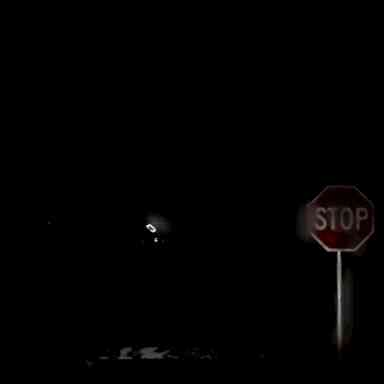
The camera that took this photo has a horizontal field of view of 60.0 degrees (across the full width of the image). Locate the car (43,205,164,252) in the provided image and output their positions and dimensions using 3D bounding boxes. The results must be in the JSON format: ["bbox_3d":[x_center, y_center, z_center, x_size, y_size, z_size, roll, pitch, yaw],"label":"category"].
[{"bbox_3d":[-3.429,1.358,13.506,4.553,1.767,2.097,1,0,0],"label":"car"}]
